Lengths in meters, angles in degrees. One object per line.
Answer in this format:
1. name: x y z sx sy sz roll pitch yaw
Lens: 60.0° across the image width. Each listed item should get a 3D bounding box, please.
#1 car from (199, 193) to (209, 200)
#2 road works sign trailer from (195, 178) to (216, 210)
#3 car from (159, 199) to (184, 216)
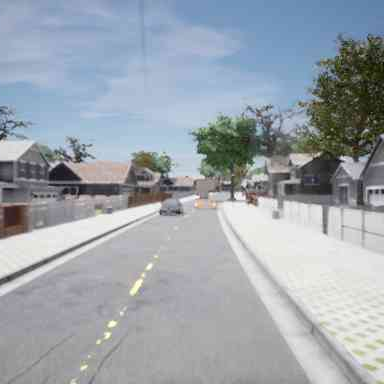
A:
1. car: 2.550 0.897 71.471 2.128 1.511 4.902 0 1 8
2. road works sign trailer: 1.562 0.225 38.568 2.380 3.560 2.880 0 1 5
3. car: -1.819 1.360 30.385 1.812 1.442 4.674 0 0 4
